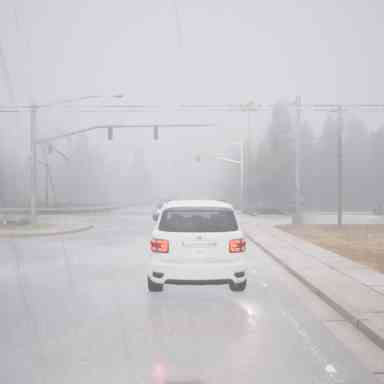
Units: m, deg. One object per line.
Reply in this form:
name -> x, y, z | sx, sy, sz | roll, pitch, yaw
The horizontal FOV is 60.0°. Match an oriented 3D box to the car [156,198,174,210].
car -> -3.594, 1.547, 44.945 | 2.033, 1.411, 5.357 | 0, 0, 0

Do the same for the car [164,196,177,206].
car -> -3.567, 1.505, 55.132 | 1.837, 1.490, 4.892 | 0, 0, 0

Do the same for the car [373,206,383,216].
car -> 18.960, 1.590, 30.424 | 4.181, 1.385, 1.994 | 0, 0, 1

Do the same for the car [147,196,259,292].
car -> 0.066, 1.218, 9.092 | 2.150, 2.045, 5.566 | 0, 0, -2

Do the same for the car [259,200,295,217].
car -> 7.074, 1.518, 30.641 | 4.902, 1.511, 2.128 | 0, 0, 1

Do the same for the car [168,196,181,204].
car -> -3.435, 1.491, 65.397 | 2.128, 1.511, 4.902 | 0, 0, 1
